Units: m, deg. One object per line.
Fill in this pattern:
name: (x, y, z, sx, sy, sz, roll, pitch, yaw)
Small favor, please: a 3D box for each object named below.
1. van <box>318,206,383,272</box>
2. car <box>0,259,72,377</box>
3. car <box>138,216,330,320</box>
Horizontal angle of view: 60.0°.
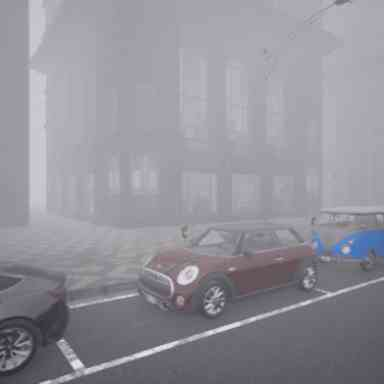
van: (5.460, 1.341, 10.546, 3.998, 1.788, 1.690, 0, 0, -36)
car: (-3.717, 1.566, 3.999, 4.313, 1.339, 1.947, 0, 0, -36)
car: (0.871, 1.440, 7.272, 4.097, 1.590, 1.967, 0, 0, -36)
